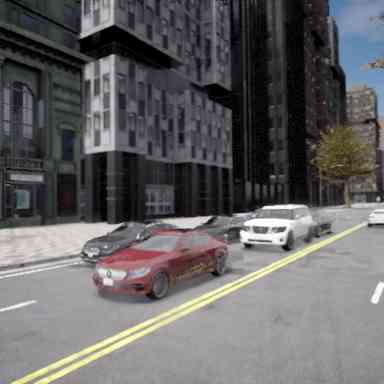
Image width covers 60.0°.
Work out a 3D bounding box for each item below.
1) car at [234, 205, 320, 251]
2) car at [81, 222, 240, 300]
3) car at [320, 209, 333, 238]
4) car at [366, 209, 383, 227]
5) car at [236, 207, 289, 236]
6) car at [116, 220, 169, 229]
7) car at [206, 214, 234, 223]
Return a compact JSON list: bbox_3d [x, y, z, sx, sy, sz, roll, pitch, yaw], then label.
[{"bbox_3d":[4.474,1.681,16.729,2.150,2.045,5.566,-2,-2,34],"label":"car"},{"bbox_3d":[-0.589,1.812,9.444,1.812,1.442,4.674,-2,-2,34],"label":"car"},{"bbox_3d":[7.544,1.890,21.404,2.097,1.767,4.553,-2,-2,35],"label":"car"},{"bbox_3d":[15.792,2.147,27.545,1.812,1.442,4.674,-2,-2,34],"label":"car"},{"bbox_3d":[5.134,1.981,23.641,2.097,1.767,4.553,-2,-2,34],"label":"car"},{"bbox_3d":[-2.025,1.913,13.095,1.837,1.490,4.892,-2,-2,34],"label":"car"},{"bbox_3d":[1.803,2.049,18.567,1.837,1.490,4.892,-2,-2,34],"label":"car"}]
